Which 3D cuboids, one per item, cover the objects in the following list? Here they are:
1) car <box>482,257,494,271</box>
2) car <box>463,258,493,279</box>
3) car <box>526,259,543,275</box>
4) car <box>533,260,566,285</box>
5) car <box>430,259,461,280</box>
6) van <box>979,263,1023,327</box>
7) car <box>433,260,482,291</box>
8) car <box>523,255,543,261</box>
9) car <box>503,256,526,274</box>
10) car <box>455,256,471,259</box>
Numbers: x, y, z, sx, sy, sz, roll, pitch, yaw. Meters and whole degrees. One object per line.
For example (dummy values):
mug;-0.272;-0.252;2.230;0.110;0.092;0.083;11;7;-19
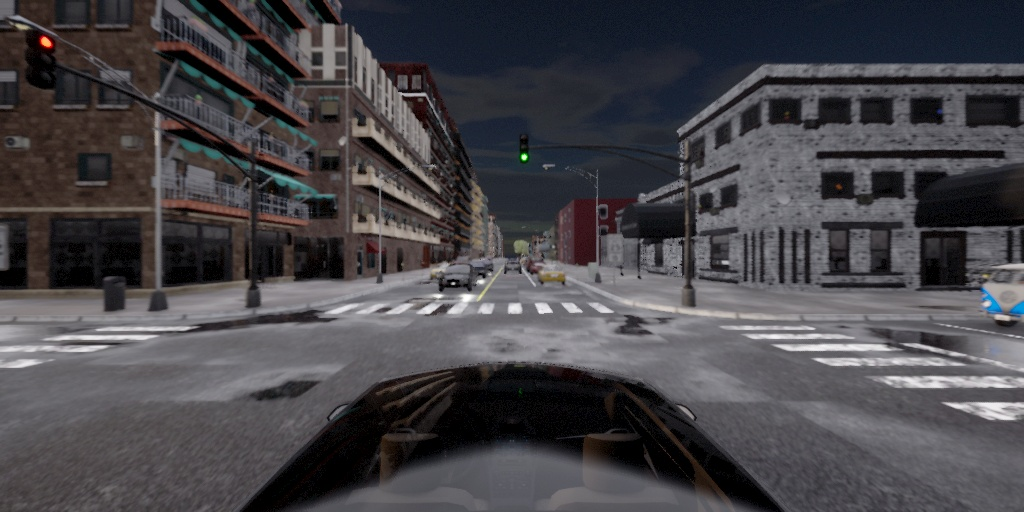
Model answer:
car;-3.080;1.163;42.881;2.033;1.411;5.357;0;0;0
car;-3.091;1.202;31.941;2.033;1.411;5.357;0;0;0
car;2.683;1.200;35.958;1.802;1.307;4.207;0;0;0
car;2.685;1.185;25.050;1.751;1.417;4.829;0;0;0
car;-5.697;1.195;30.247;1.751;1.417;4.829;0;0;0
van;14.895;1.082;9.361;3.998;1.789;1.690;0;0;0
car;-3.103;1.200;21.378;1.837;1.490;4.892;0;0;0
car;2.682;0.913;41.498;2.192;1.841;5.009;0;0;0
car;0.090;1.107;39.348;2.128;1.511;4.902;0;0;0
car;-5.698;0.944;41.496;2.192;1.841;5.009;0;0;0
